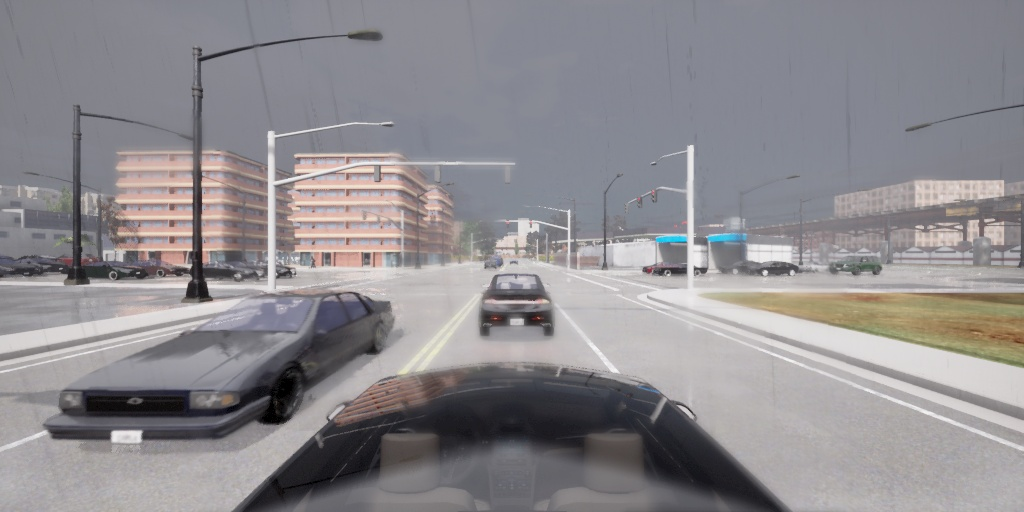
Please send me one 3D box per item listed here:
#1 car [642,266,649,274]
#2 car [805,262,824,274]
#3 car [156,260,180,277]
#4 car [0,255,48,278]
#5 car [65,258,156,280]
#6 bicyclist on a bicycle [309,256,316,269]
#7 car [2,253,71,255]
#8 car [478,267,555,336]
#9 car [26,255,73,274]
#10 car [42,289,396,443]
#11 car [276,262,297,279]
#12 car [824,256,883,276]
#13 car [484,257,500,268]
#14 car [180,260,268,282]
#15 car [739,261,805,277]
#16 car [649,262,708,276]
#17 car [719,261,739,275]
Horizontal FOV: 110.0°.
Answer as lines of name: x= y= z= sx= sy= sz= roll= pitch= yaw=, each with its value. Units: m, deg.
car: x=16.474 y=1.314 z=39.157 sx=4.181 sy=1.385 sz=1.994 roll=0 pitch=0 yaw=1
car: x=34.884 y=1.351 z=41.006 sx=4.718 sy=1.301 sz=1.895 roll=0 pitch=0 yaw=-19
car: x=-30.404 y=1.025 z=30.227 sx=5.357 sy=1.411 sz=2.033 roll=1 pitch=0 yaw=1
car: x=-39.043 y=0.875 z=26.943 sx=5.357 sy=1.411 sz=2.033 roll=1 pitch=0 yaw=1
car: x=-29.790 y=1.054 z=26.708 sx=4.181 sy=1.385 sz=1.994 roll=1 pitch=0 yaw=1
bicyclist on a bicycle: x=-25.928 y=0.844 z=46.605 sx=0.582 sy=1.620 sz=1.656 roll=1 pitch=0 yaw=1
car: x=-50.378 y=0.628 z=37.870 sx=4.892 sy=1.490 sz=1.837 roll=1 pitch=0 yaw=2
car: x=0.121 y=1.242 z=10.320 sx=2.128 sy=1.511 sz=4.902 roll=0 pitch=0 yaw=0
car: x=-40.295 y=0.868 z=30.478 sx=4.181 sy=1.385 sz=1.994 roll=1 pitch=0 yaw=1
car: x=-3.579 y=1.297 z=6.003 sx=2.033 sy=1.411 sz=5.357 roll=0 pitch=0 yaw=0
car: x=-20.661 y=1.109 z=29.976 sx=4.902 sy=1.511 sz=2.128 roll=1 pitch=0 yaw=1
car: x=36.327 y=0.971 z=37.836 sx=5.566 sy=2.045 sz=2.150 roll=0 pitch=0 yaw=-19
car: x=-3.318 y=1.255 z=56.762 sx=1.837 sy=1.490 sz=4.892 roll=0 pitch=0 yaw=0
car: x=-20.950 y=1.109 z=26.485 sx=4.902 sy=1.511 sz=2.128 roll=1 pitch=0 yaw=1
car: x=25.913 y=1.255 z=35.781 sx=4.892 sy=1.490 sz=1.837 roll=0 pitch=0 yaw=-5
car: x=16.634 y=1.351 z=35.629 sx=4.718 sy=1.301 sz=1.895 roll=0 pitch=0 yaw=0
car: x=25.218 y=1.255 z=39.234 sx=4.892 sy=1.490 sz=1.837 roll=0 pitch=0 yaw=-5
